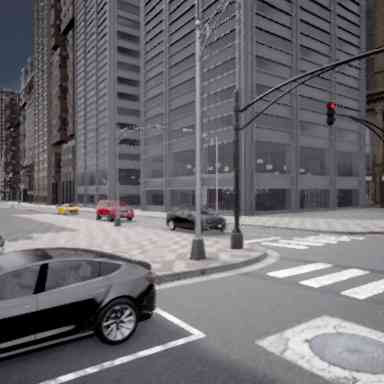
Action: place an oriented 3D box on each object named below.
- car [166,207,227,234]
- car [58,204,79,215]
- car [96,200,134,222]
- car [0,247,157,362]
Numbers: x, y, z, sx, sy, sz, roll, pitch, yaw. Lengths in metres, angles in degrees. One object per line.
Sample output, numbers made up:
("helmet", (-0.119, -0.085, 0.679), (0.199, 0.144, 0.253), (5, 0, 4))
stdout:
("car", (0.198, 1.781, 21.554), (1.882, 1.535, 5.008), (0, -1, -35))
("car", (-17.162, 2.386, 46.226), (1.882, 1.535, 5.008), (0, -1, -35))
("car", (-7.680, 1.804, 32.706), (2.150, 2.045, 5.566), (0, -1, -35))
("car", (-2.569, 1.566, 4.816), (4.313, 1.339, 1.947), (0, 0, -36))
